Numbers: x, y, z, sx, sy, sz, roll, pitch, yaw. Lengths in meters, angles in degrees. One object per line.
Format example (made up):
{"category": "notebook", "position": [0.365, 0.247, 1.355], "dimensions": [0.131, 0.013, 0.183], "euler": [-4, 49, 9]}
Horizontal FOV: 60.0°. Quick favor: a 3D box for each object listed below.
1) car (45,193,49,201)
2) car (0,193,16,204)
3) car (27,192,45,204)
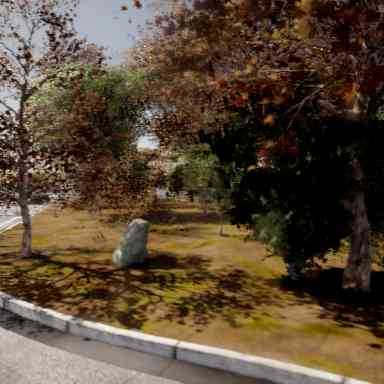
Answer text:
{"category": "car", "position": [-25.445, 0.782, 56.480], "dimensions": [1.837, 1.490, 4.892], "euler": [-1, 1, -18]}
{"category": "car", "position": [-26.509, 0.872, 48.441], "dimensions": [1.882, 1.535, 5.008], "euler": [-1, 1, -18]}
{"category": "car", "position": [-22.202, 0.880, 46.577], "dimensions": [1.837, 1.490, 4.892], "euler": [-1, 1, -18]}
